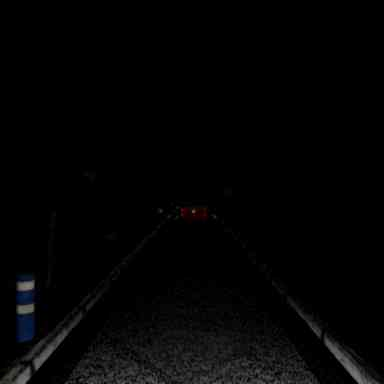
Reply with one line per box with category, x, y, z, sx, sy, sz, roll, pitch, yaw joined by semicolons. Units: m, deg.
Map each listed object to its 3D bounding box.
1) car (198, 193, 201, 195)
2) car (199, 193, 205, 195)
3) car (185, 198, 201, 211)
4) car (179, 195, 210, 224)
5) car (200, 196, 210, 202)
car;3.014;1.593;72.548;2.231;1.521;4.892;0;0;0
car;3.012;1.589;66.900;2.231;1.521;4.892;0;0;0
car;0.109;1.543;42.997;1.882;1.535;5.008;0;0;0
car;0.107;1.375;25.366;2.097;1.767;4.553;0;0;0
car;3.015;1.624;78.105;2.163;1.488;4.792;0;0;0
